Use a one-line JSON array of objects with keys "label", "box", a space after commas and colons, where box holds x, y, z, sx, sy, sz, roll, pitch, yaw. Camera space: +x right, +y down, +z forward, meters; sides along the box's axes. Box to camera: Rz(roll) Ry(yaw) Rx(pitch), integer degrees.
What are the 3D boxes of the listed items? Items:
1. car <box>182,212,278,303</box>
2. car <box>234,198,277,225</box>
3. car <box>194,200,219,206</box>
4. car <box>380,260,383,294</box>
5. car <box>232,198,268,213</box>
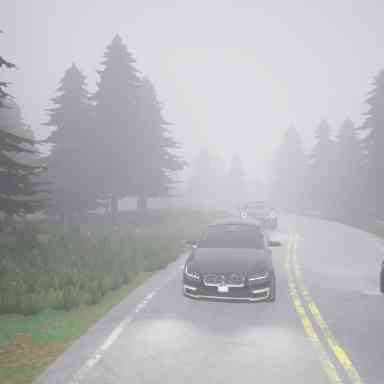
[{"label": "car", "box": [1.081, 1.496, 8.400, 1.837, 1.490, 4.892, -1, 0, 12]}, {"label": "car", "box": [3.852, 1.271, 20.356, 2.097, 1.767, 4.553, -1, 0, 5]}, {"label": "car", "box": [1.867, 1.799, 44.849, 1.812, 1.442, 4.674, 3, -5, -35]}, {"label": "car", "box": [4.488, 1.309, 4.634, 2.097, 1.767, 4.553, -1, 0, 8]}, {"label": "car", "box": [6.162, 1.411, 35.728, 1.837, 1.490, 4.892, 2, -1, -16]}]
